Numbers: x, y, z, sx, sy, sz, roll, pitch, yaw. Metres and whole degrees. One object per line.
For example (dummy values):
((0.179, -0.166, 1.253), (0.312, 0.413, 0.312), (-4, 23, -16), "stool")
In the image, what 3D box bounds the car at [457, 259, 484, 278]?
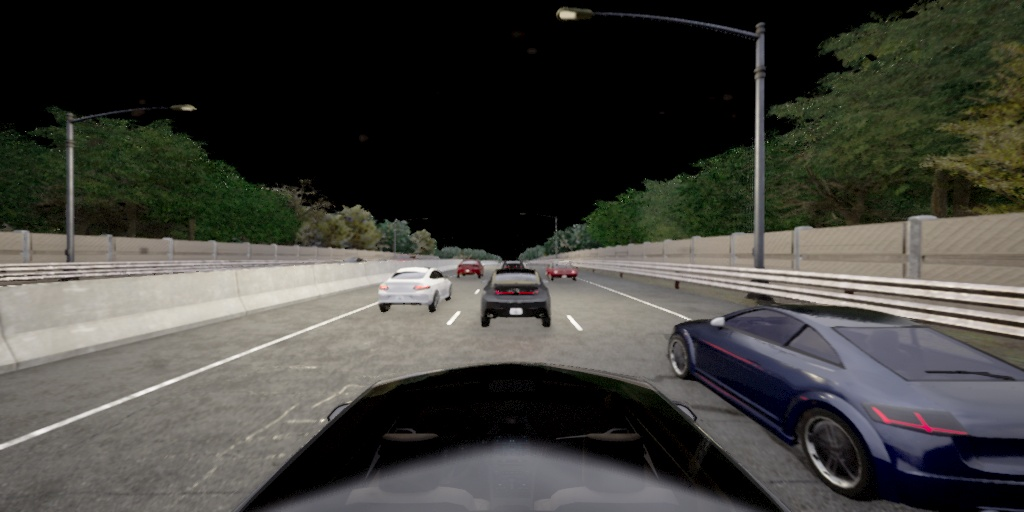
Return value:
((-3.400, 1.022, 30.018), (1.882, 1.535, 5.008), (0, -1, 0), "car")

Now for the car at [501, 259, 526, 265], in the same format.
((0.098, 1.040, 28.957), (1.837, 1.490, 4.892), (0, -2, 0), "car")

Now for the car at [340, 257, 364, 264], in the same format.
((-21.077, 0.987, 47.620), (2.097, 1.767, 4.553), (0, 0, 0), "car")

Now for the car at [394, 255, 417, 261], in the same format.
((-14.086, 0.854, 47.347), (2.150, 2.045, 5.566), (0, 0, 0), "car")

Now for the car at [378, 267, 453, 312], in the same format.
((-3.401, 1.122, 13.190), (1.812, 1.442, 4.674), (0, 0, 0), "car")

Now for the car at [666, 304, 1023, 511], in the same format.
((3.601, 1.267, 4.402), (1.994, 1.385, 4.181), (0, 1, 0), "car")

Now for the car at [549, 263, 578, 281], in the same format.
((3.598, 1.137, 26.873), (1.895, 1.301, 4.718), (0, 0, 0), "car")

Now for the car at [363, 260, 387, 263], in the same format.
((-17.582, 1.185, 48.273), (2.033, 1.411, 5.357), (0, 0, 0), "car")

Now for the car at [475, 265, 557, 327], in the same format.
((0.100, 1.117, 10.959), (1.837, 1.490, 4.892), (0, -1, 0), "car")
